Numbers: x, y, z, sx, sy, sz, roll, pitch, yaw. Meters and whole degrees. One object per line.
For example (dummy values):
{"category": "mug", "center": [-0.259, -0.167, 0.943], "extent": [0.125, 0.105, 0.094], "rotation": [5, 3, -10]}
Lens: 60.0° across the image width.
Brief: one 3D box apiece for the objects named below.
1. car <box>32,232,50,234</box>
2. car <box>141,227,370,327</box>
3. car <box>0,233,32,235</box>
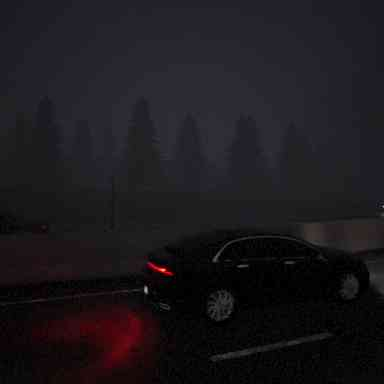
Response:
{"category": "car", "center": [-9.009, 1.547, 14.314], "extent": [5.357, 1.411, 2.033], "rotation": [0, 0, -18]}
{"category": "car", "center": [1.415, 1.504, 6.873], "extent": [4.892, 1.490, 1.837], "rotation": [0, 0, -22]}
{"category": "car", "center": [-8.098, 1.601, 10.970], "extent": [4.718, 1.301, 1.895], "rotation": [0, 0, -18]}
